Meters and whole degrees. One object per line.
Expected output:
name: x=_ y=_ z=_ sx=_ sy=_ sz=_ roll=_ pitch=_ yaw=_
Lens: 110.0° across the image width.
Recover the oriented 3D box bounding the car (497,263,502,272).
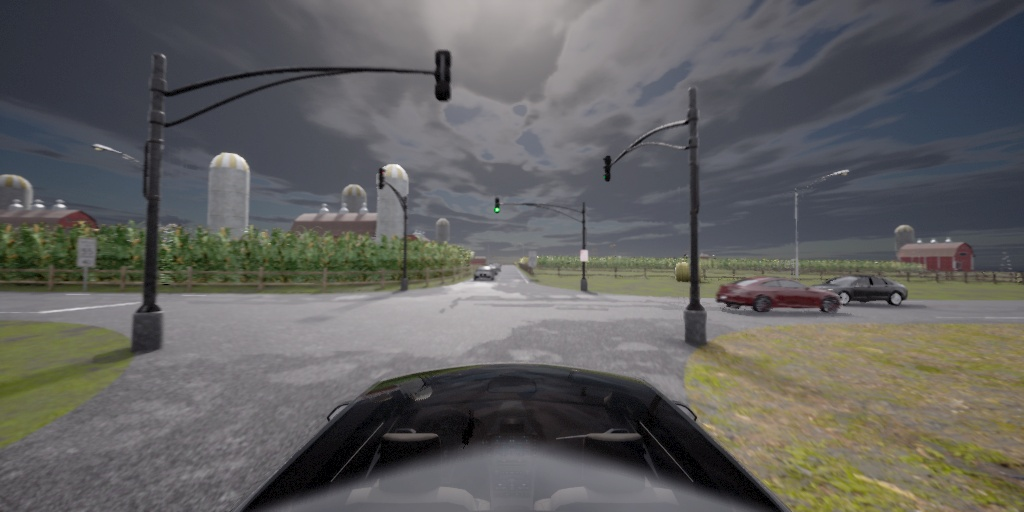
car: x=-2.890 y=1.913 z=50.194 sx=2.033 sy=1.411 sz=5.357 roll=0 pitch=-1 yaw=0

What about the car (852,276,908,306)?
car: x=18.220 y=1.805 z=19.164 sx=4.892 sy=1.490 sz=1.837 roll=1 pitch=-2 yaw=-4

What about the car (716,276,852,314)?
car: x=11.061 y=1.588 z=15.041 sx=4.674 sy=1.442 sz=1.812 roll=1 pitch=-2 yaw=-4

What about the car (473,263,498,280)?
car: x=-2.806 y=1.753 z=37.054 sx=1.994 sy=1.385 sz=4.181 roll=0 pitch=-1 yaw=1
